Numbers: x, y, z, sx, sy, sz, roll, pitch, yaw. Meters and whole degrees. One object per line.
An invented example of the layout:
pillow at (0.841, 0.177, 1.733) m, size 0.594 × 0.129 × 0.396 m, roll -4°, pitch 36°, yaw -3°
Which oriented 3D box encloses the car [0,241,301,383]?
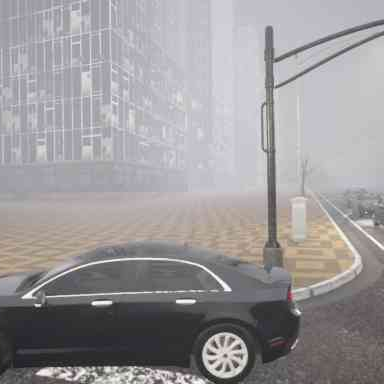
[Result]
car at (-1.002, 1.505, 4.746) m, size 4.892 × 1.490 × 1.837 m, roll 0°, pitch 0°, yaw 0°

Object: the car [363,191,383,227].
car at (9.124, 0.928, 14.345) m, size 2.128 × 1.511 × 4.902 m, roll -1°, pitch 2°, yaw 18°

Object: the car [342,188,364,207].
car at (13.214, 0.453, 26.688) m, size 2.128 × 1.511 × 4.902 m, roll -1°, pitch 2°, yaw 18°

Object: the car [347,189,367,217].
car at (11.197, 0.759, 20.631) m, size 1.994 × 1.385 × 4.181 m, roll -1°, pitch 2°, yaw 17°
